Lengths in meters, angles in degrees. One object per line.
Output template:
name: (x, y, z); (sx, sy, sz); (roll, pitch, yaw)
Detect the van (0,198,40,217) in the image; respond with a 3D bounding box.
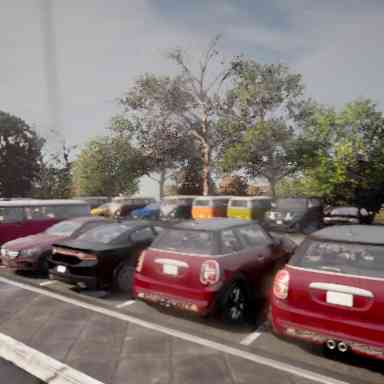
van: (-20.609, 1.756, 39.209); (1.878, 1.987, 4.442); (-1, -1, 36)

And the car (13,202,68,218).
car: (-16.274, 1.881, 35.955); (2.097, 1.535, 5.008); (-1, -1, 36)

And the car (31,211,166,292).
car: (-1.388, 1.514, 9.212); (2.097, 1.535, 5.008); (0, 0, 36)

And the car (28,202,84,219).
car: (-13.920, 1.827, 34.270); (2.097, 1.535, 5.008); (-1, -1, 36)

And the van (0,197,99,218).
van: (-5.968, 1.303, 12.354); (1.878, 1.987, 4.442); (0, 0, 36)

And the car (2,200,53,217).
car: (-18.442, 1.805, 37.475); (2.185, 1.767, 4.553); (-1, -1, 36)

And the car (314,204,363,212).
car: (8.586, 1.505, 18.157); (2.097, 1.535, 5.008); (0, 0, 36)

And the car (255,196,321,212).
car: (6.218, 1.262, 19.824); (2.435, 2.045, 5.566); (0, 0, 36)

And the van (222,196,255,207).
van: (4.050, 1.294, 21.555); (1.878, 1.987, 4.442); (0, 0, 36)

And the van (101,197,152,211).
van: (-4.981, 1.394, 27.733); (1.878, 1.987, 4.442); (-1, -1, 36)

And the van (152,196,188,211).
van: (-0.597, 1.309, 24.595); (1.878, 1.987, 4.442); (-1, 0, 36)

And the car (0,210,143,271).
car: (-3.641, 1.562, 10.834); (2.002, 1.452, 4.674); (0, 0, 36)

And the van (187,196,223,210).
van: (1.899, 1.301, 23.095); (1.878, 1.987, 4.442); (0, 0, 36)

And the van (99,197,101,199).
van: (-9.348, 1.498, 31.147); (1.878, 1.987, 4.442); (-1, -1, 36)

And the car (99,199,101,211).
car: (-7.267, 1.669, 29.287); (1.946, 1.575, 5.366); (-1, -1, 36)

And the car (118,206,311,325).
car: (0.854, 1.382, 7.575); (2.185, 1.767, 4.553); (0, 0, 36)

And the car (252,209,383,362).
car: (3.111, 1.374, 5.959); (2.185, 1.767, 4.553); (0, 0, 36)

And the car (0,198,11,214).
car: (-27.414, 1.894, 43.972); (2.435, 2.045, 5.566); (-2, -1, 36)

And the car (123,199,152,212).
car: (-2.654, 1.568, 26.217); (2.097, 1.535, 5.008); (-1, -1, 36)
